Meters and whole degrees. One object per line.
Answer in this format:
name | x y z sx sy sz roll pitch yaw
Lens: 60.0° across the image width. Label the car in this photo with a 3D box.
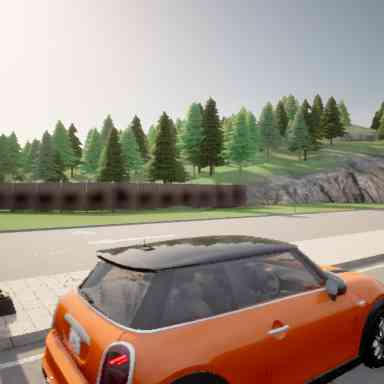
car | 0.671 1.353 4.231 4.553 1.767 2.097 0 0 -35
